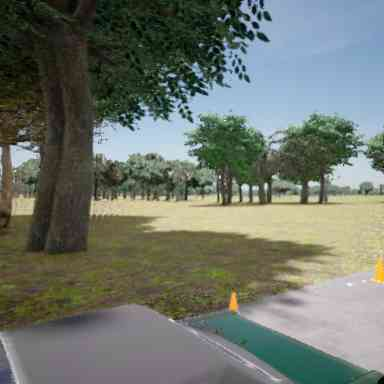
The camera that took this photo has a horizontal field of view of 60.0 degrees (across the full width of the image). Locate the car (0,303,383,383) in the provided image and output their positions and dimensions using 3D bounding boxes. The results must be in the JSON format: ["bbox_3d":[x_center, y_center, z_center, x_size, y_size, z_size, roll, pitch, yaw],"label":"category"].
[{"bbox_3d":[-0.884,1.602,1.944,4.718,1.301,1.895,0,0,-36],"label":"car"}]

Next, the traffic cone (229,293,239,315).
[{"bbox_3d":[0.691,1.962,5.499,0.340,0.580,0.340,0,0,-36],"label":"traffic cone"}]

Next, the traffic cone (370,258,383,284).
[{"bbox_3d":[4.757,1.962,8.409,0.340,0.580,0.340,0,0,-36],"label":"traffic cone"}]
